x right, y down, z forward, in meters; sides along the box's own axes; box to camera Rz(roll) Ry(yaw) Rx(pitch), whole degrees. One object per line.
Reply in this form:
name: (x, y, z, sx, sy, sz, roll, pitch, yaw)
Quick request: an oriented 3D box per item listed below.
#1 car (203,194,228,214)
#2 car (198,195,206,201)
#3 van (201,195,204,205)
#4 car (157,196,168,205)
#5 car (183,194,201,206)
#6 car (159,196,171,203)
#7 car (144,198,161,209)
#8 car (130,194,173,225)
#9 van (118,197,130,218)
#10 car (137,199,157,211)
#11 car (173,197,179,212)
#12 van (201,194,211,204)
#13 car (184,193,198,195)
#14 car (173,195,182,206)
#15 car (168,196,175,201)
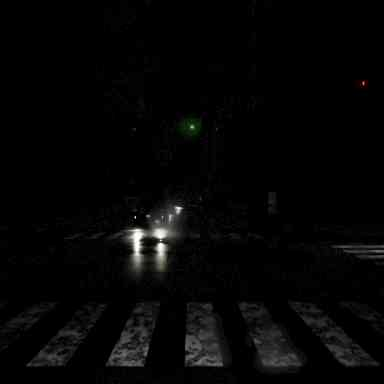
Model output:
car: (2.672, 1.331, 35.354, 2.192, 1.841, 5.009, 0, 0, 0)
car: (2.586, 1.475, 84.010, 1.967, 1.590, 4.097, 0, 0, 0)
van: (2.643, 1.364, 51.573, 1.690, 1.788, 3.998, 0, 0, 0)
car: (-5.455, 1.552, 62.208, 1.752, 1.417, 4.829, 0, 0, 0)
car: (0.004, 1.572, 55.205, 2.033, 1.411, 5.357, 0, 0, 0)
car: (-5.458, 1.580, 67.783, 2.008, 1.369, 4.403, 0, 0, 0)
car: (-5.445, 1.566, 46.158, 1.887, 1.381, 4.507, 0, 0, 0)
car: (-2.871, 1.233, 24.668, 2.150, 2.045, 5.566, 0, 0, 0)
van: (-5.436, 1.355, 29.940, 1.690, 1.788, 3.998, 0, 0, 0)
car: (-5.442, 1.585, 40.752, 1.947, 1.339, 4.313, 0, 0, 0)
car: (-2.881, 1.564, 35.917, 2.033, 1.411, 5.357, 0, 0, 0)
van: (2.624, 1.368, 62.386, 1.690, 1.788, 3.998, 0, 0, 0)
car: (-0.058, 1.520, 65.155, 2.128, 1.511, 4.902, 0, 0, 0)
car: (-2.861, 1.624, 51.722, 1.895, 1.301, 4.718, 0, 0, 0)
car: (-5.471, 1.619, 89.408, 1.802, 1.307, 4.206, 0, 0, 0)
